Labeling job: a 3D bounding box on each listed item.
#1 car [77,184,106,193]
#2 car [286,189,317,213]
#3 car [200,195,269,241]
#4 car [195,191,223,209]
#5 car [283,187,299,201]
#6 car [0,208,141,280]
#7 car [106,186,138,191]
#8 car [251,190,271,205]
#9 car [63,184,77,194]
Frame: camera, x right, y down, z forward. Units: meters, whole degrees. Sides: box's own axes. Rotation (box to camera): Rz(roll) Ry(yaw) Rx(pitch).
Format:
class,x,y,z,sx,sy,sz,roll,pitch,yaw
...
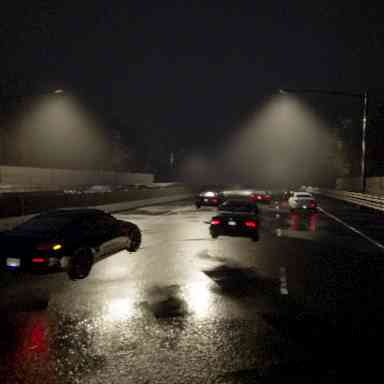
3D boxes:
class,x,y,z,sx,sy,sz,roll,pitch,yaw
car,-10.306,-0.042,37.614,2.033,1.411,5.357,2,2,14
car,8.605,0.750,25.933,1.812,1.442,4.674,2,2,14
car,2.008,1.067,13.983,2.033,1.411,5.357,2,2,14
car,1.660,0.589,26.975,2.033,1.411,5.357,2,2,14
car,12.423,0.112,41.249,2.097,1.767,4.553,2,2,14
car,-2.917,1.134,8.712,1.812,1.442,4.674,2,2,14
car,-7.062,0.056,36.160,1.812,1.442,4.674,2,2,14
car,6.918,0.480,33.558,1.994,1.385,4.181,2,2,14
car,-13.383,-0.202,39.704,1.812,1.442,4.674,2,2,14
